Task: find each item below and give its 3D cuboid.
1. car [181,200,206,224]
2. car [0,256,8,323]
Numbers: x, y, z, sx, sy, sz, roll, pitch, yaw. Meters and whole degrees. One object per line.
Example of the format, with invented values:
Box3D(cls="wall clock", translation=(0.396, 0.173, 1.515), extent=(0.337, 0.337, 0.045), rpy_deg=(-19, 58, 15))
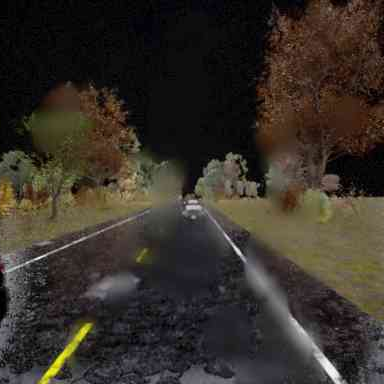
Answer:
Box3D(cls="car", translation=(0.117, 1.567, 25.171), extent=(1.812, 1.442, 4.674), rpy_deg=(0, 0, 0))
Box3D(cls="car", translation=(-3.595, 1.225, 2.291), extent=(2.150, 2.045, 5.566), rpy_deg=(0, 0, 0))
